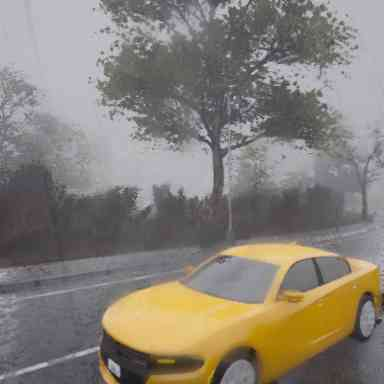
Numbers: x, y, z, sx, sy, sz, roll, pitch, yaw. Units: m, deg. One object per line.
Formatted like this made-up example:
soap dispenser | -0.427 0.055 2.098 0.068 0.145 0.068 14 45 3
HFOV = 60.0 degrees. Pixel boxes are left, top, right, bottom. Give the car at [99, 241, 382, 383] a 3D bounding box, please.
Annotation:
car | 1.098 1.588 5.080 5.008 1.535 1.882 1 -2 -40
